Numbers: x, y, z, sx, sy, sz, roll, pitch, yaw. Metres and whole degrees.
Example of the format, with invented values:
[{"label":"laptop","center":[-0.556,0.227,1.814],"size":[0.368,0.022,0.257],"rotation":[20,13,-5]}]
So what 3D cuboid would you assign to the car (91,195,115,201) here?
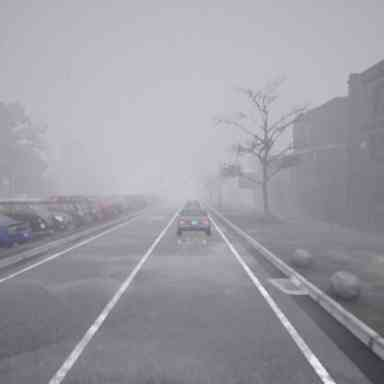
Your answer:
[{"label":"car","center":[-21.879,1.496,82.027],"size":[5.366,1.575,1.946],"rotation":[0,0,0]}]

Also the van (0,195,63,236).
[{"label":"van","center":[-8.783,1.289,15.682],"size":[4.442,1.987,1.878],"rotation":[0,0,0]}]

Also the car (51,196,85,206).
[{"label":"car","center":[-22.221,1.601,59.819],"size":[5.366,1.575,1.946],"rotation":[0,0,0]}]

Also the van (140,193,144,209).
[{"label":"van","center":[-9.053,1.368,43.714],"size":[4.442,1.987,1.878],"rotation":[0,0,0]}]

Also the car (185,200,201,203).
[{"label":"car","center":[0.103,1.660,41.007],"size":[1.994,1.385,4.181],"rotation":[0,0,0]}]

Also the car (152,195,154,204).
[{"label":"car","center":[-8.953,1.612,52.127],"size":[4.892,1.521,2.231],"rotation":[0,0,0]}]

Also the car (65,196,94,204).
[{"label":"car","center":[-22.038,1.584,65.374],"size":[4.892,1.521,2.231],"rotation":[0,0,0]}]

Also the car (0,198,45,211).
[{"label":"car","center":[-22.201,1.591,43.161],"size":[5.366,1.575,1.946],"rotation":[0,0,0]}]

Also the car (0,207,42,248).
[{"label":"car","center":[-8.891,1.507,12.878],"size":[5.008,1.535,2.097],"rotation":[0,0,0]}]

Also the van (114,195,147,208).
[{"label":"van","center":[-9.060,1.384,49.319],"size":[4.442,1.987,1.878],"rotation":[0,0,0]}]

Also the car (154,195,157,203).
[{"label":"car","center":[-8.983,1.639,57.738],"size":[4.792,1.488,2.163],"rotation":[0,0,0]}]

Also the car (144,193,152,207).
[{"label":"car","center":[-8.912,1.351,46.519],"size":[5.566,2.045,2.435],"rotation":[0,0,0]}]

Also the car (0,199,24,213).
[{"label":"car","center":[-21.979,1.608,37.610],"size":[4.792,1.488,2.163],"rotation":[0,0,0]}]

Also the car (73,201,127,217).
[{"label":"car","center":[-8.919,1.602,32.501],"size":[4.674,1.452,2.002],"rotation":[0,0,0]}]

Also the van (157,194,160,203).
[{"label":"van","center":[-8.845,1.365,63.342],"size":[4.442,1.987,1.878],"rotation":[0,0,0]}]

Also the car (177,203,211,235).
[{"label":"car","center":[0.102,1.597,19.180],"size":[2.033,1.411,5.357],"rotation":[0,0,0]}]

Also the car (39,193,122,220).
[{"label":"car","center":[-8.886,1.295,26.895],"size":[5.566,2.045,2.435],"rotation":[0,0,0]}]

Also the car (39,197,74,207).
[{"label":"car","center":[-22.058,1.643,54.264],"size":[4.792,1.488,2.163],"rotation":[0,0,0]}]

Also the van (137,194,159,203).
[{"label":"van","center":[-9.085,1.338,68.952],"size":[4.442,1.987,1.878],"rotation":[0,0,0]}]

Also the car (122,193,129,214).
[{"label":"car","center":[-8.889,1.303,29.698],"size":[5.566,2.045,2.435],"rotation":[0,0,0]}]

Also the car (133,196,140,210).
[{"label":"car","center":[-8.922,1.579,38.107],"size":[4.892,1.521,2.231],"rotation":[0,0,0]}]

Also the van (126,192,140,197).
[{"label":"van","center":[-9.049,1.360,40.911],"size":[4.442,1.987,1.878],"rotation":[0,0,0]}]

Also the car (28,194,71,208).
[{"label":"car","center":[-21.997,1.361,51.490],"size":[5.566,2.045,2.435],"rotation":[0,0,0]}]

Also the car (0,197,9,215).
[{"label":"car","center":[-22.035,1.445,34.833],"size":[4.553,1.767,2.185],"rotation":[0,0,0]}]

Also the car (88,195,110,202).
[{"label":"car","center":[-22.091,1.543,79.251],"size":[4.792,1.488,2.163],"rotation":[0,0,0]}]

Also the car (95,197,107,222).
[{"label":"car","center":[-8.879,1.413,24.091],"size":[4.553,1.767,2.185],"rotation":[0,0,0]}]

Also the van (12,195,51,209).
[{"label":"van","center":[-22.135,1.376,45.936],"size":[4.442,1.987,1.878],"rotation":[0,0,0]}]

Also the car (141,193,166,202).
[{"label":"car","center":[-8.951,1.270,77.362],"size":[5.566,2.045,2.435],"rotation":[0,0,0]}]

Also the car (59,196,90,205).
[{"label":"car","center":[-22.035,1.595,62.597],"size":[5.008,1.535,2.097],"rotation":[0,0,0]}]

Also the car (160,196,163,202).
[{"label":"car","center":[-8.960,1.578,66.150],"size":[5.008,1.535,2.097],"rotation":[0,0,0]}]

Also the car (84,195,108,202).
[{"label":"car","center":[-22.064,1.529,76.476],"size":[4.892,1.521,2.231],"rotation":[0,0,0]}]

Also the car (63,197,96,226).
[{"label":"car","center":[-8.876,1.405,21.288],"size":[4.553,1.767,2.185],"rotation":[0,0,0]}]

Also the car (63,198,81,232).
[{"label":"car","center":[-8.935,1.397,18.485],"size":[4.553,1.767,2.185],"rotation":[0,0,0]}]

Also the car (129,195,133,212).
[{"label":"car","center":[-8.956,1.445,35.305],"size":[4.553,1.767,2.185],"rotation":[0,0,0]}]

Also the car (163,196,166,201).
[{"label":"car","center":[-8.791,1.533,74.559],"size":[5.366,1.575,1.946],"rotation":[0,0,0]}]

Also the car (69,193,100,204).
[{"label":"car","center":[-22.019,1.318,68.148],"size":[5.566,2.045,2.435],"rotation":[0,0,0]}]

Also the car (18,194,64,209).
[{"label":"car","center":[-22.051,1.358,48.713],"size":[5.566,2.045,2.435],"rotation":[0,0,0]}]

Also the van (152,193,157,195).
[{"label":"van","center":[-9.074,1.374,60.540],"size":[4.442,1.987,1.878],"rotation":[0,0,0]}]
